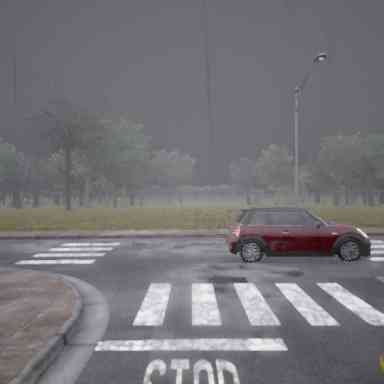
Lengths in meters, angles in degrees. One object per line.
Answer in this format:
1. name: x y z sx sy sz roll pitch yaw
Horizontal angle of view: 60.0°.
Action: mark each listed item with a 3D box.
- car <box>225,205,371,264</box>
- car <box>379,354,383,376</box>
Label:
1. car: 3.433 1.296 11.188 4.553 1.767 2.097 -1 1 0
2. car: 2.634 1.524 1.233 1.752 1.417 4.829 0 0 0
